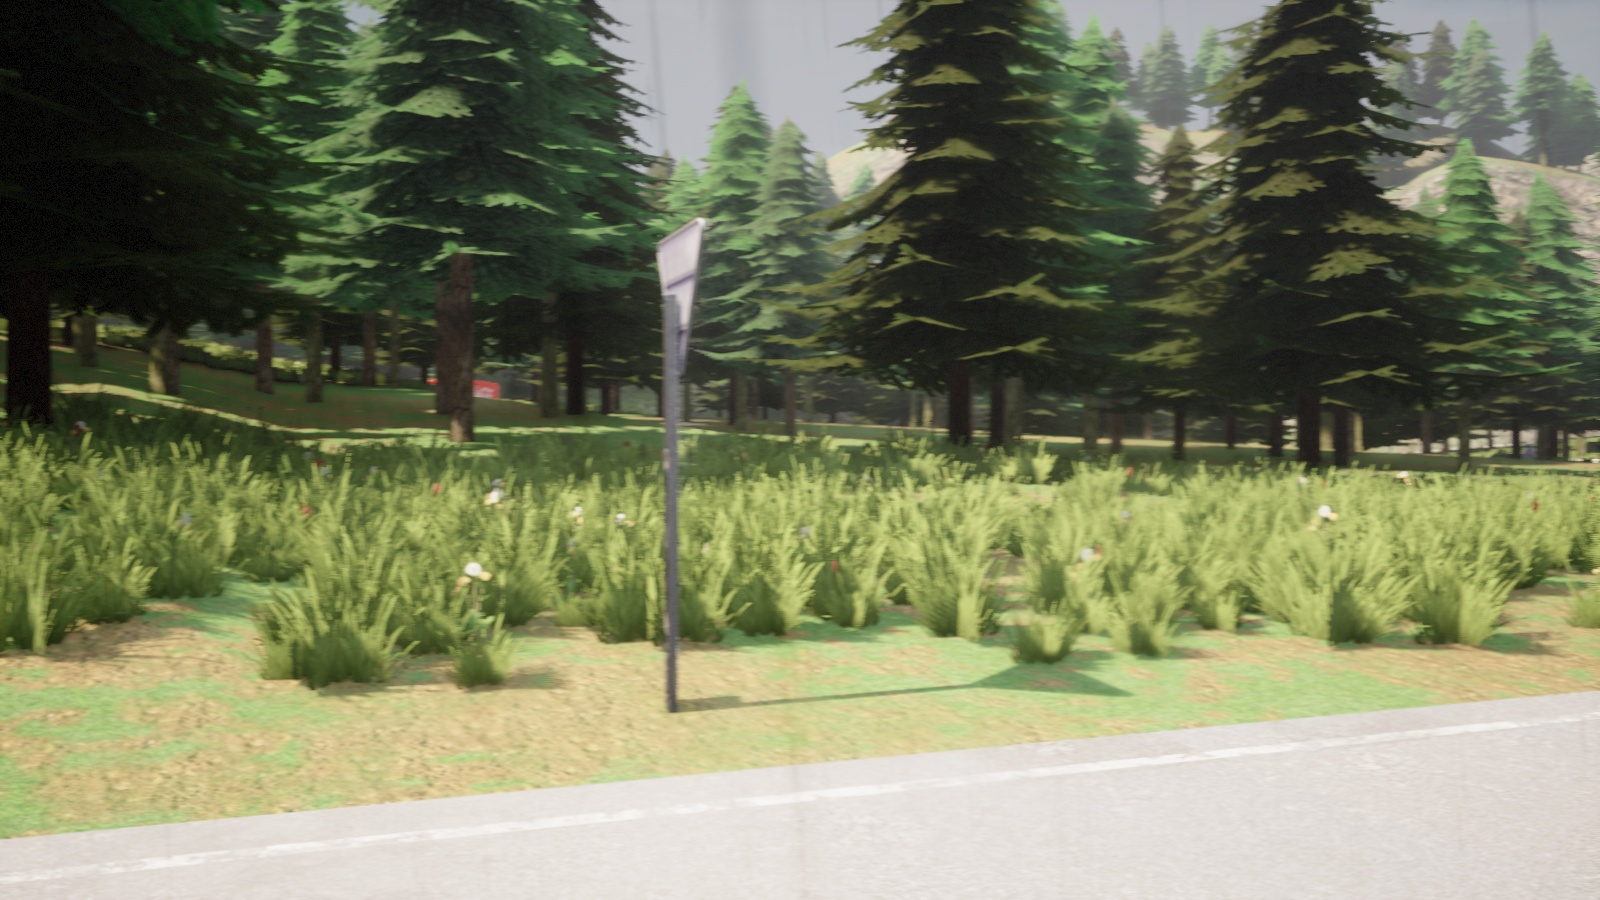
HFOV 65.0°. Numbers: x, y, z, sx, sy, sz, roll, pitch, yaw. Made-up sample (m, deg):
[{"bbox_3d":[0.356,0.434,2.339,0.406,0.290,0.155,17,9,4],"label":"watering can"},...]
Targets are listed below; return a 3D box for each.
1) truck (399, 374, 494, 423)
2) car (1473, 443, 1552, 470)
[{"bbox_3d":[-22.456,-3.225,79.993,2.627,2.467,5.204,-1,-5,36],"label":"truck"},{"bbox_3d":[40.987,0.392,72.326,1.845,1.501,3.633,0,0,-20],"label":"car"}]
